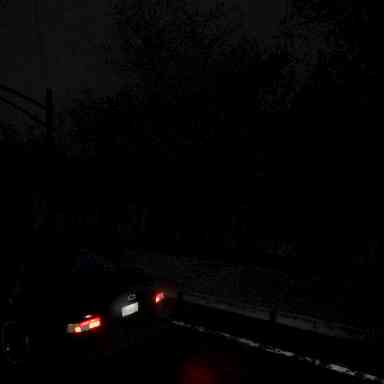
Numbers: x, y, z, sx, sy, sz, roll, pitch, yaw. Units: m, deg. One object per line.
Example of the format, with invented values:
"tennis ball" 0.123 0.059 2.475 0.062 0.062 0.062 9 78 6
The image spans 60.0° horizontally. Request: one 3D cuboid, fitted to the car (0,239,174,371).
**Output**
"car" -2.834 1.547 5.712 5.357 1.411 2.033 0 0 36
